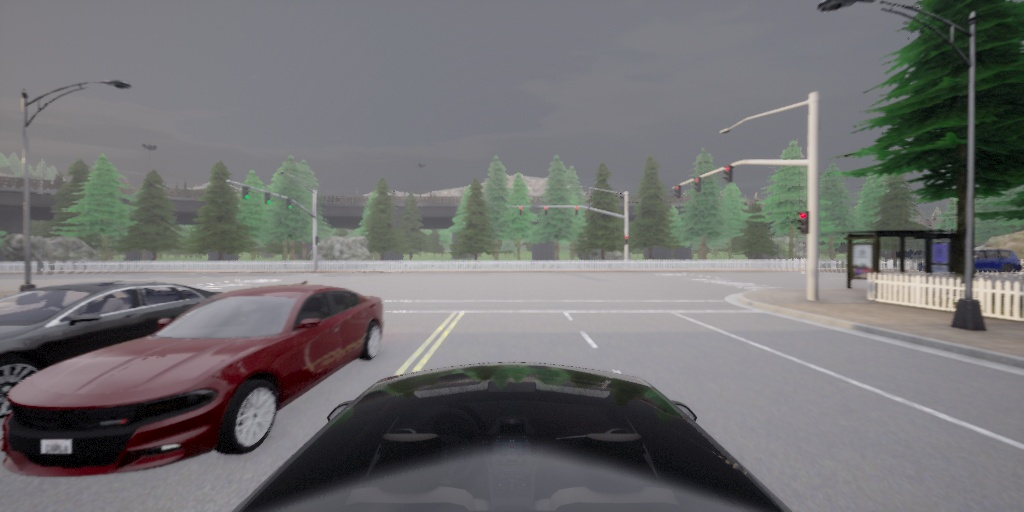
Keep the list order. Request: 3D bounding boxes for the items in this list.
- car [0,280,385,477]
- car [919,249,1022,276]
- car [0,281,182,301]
[{"bbox_3d":[-3.521,1.188,5.279,1.882,1.535,5.008,0,0,0],"label":"car"},{"bbox_3d":[34.178,0.512,26.824,5.566,2.045,2.150,0,1,2],"label":"car"},{"bbox_3d":[-7.016,1.202,5.849,2.128,1.511,4.902,0,1,0],"label":"car"}]
